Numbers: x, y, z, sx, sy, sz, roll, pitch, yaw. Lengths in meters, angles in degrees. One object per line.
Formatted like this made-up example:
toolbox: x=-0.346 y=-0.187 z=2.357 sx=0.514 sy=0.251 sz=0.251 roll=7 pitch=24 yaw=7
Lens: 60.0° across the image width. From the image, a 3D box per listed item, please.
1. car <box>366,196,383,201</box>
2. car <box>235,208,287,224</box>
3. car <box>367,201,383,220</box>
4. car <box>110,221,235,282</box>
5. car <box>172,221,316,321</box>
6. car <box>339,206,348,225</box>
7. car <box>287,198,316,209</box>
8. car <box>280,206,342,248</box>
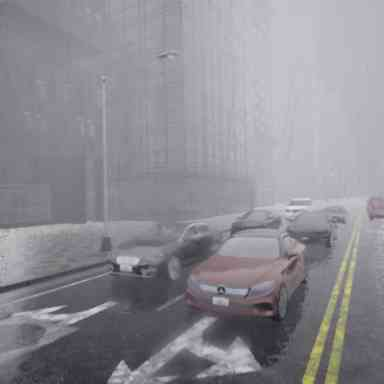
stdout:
car: x=24.926 y=1.599 z=45.044 sx=2.150 sy=2.045 sz=5.566 roll=-2 pitch=-1 yaw=28
car: x=3.832 y=1.778 z=19.160 sx=1.882 sy=1.535 sz=5.008 roll=-2 pitch=-1 yaw=28
car: x=17.469 y=1.816 z=30.768 sx=1.994 sy=1.385 sz=4.181 roll=-2 pitch=-1 yaw=28
car: x=-0.569 y=1.718 z=10.752 sx=2.128 sy=1.511 sz=4.902 roll=-2 pitch=-1 yaw=28
car: x=1.570 y=1.655 z=7.838 sx=1.812 sy=1.442 sz=4.674 roll=-2 pitch=-1 yaw=28
car: x=11.715 y=1.844 z=27.196 sx=2.033 sy=1.411 sz=5.357 roll=-2 pitch=-1 yaw=28
car: x=10.453 y=1.621 z=31.788 sx=2.150 sy=2.045 sz=5.566 roll=-2 pitch=0 yaw=28
car: x=5.903 y=1.679 z=16.113 sx=1.882 sy=1.535 sz=5.008 roll=-2 pitch=-1 yaw=28
